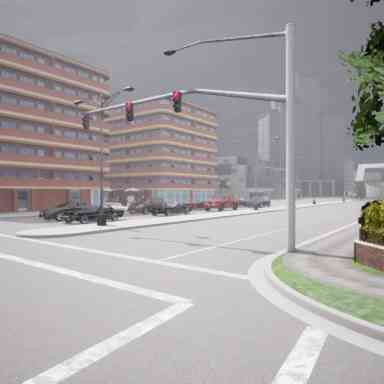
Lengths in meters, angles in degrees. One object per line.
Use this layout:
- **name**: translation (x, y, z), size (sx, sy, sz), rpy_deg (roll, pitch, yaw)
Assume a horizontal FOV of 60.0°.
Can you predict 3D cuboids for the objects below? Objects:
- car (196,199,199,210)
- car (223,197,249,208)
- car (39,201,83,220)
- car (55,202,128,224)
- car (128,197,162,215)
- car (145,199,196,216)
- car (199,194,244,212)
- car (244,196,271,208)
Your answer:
- **car**: translation (0.681, 1.601, 41.872), size (1.895, 1.301, 4.718), rpy_deg (0, 0, 36)
- **car**: translation (6.734, 1.526, 50.131), size (1.812, 1.442, 4.674), rpy_deg (0, 0, 36)
- **car**: translation (-9.979, 1.505, 27.245), size (1.837, 1.490, 4.892), rpy_deg (0, 0, 36)
- **car**: translation (-7.376, 1.601, 24.910), size (1.895, 1.301, 4.718), rpy_deg (0, 0, 33)
- **car**: translation (-4.574, 1.352, 34.656), size (2.097, 1.767, 4.553), rpy_deg (0, 0, 35)
- **car**: translation (-1.964, 1.599, 32.306), size (1.895, 1.301, 4.718), rpy_deg (0, 0, 36)
- **car**: translation (3.613, 1.221, 39.950), size (2.150, 2.045, 5.566), rpy_deg (0, 0, 36)
- **car**: translation (9.667, 1.352, 48.214), size (2.097, 1.767, 4.553), rpy_deg (0, 0, 36)
